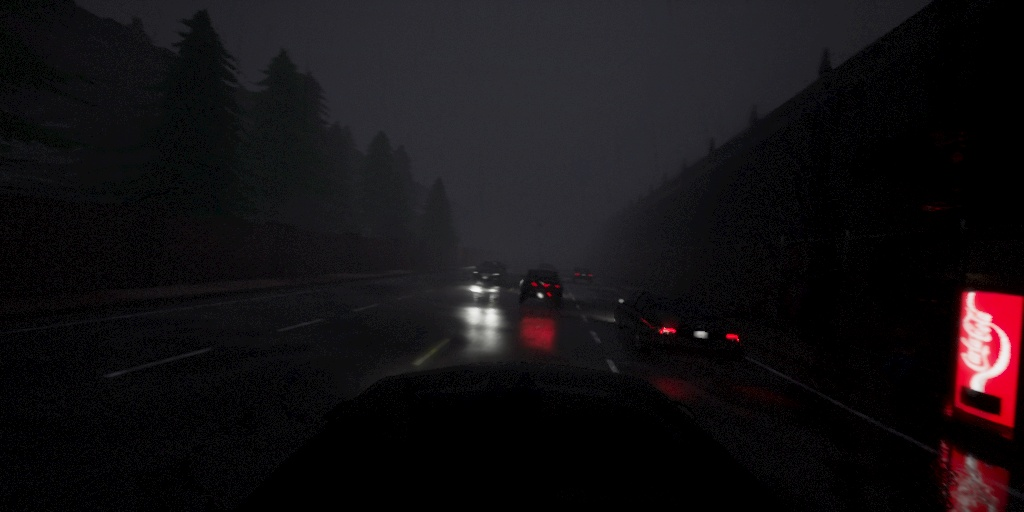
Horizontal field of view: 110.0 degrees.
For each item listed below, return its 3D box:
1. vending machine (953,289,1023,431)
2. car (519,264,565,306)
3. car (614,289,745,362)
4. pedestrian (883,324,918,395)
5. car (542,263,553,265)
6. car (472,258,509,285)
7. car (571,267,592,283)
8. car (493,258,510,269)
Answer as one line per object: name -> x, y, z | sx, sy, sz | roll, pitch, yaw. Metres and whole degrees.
vending machine -> 7.406, 1.530, 5.178 | 1.100, 2.100, 0.880 | 0, 0, 6
car -> 1.415, 1.360, 16.897 | 1.837, 1.490, 4.892 | 5, 0, 6
car -> 4.015, 1.610, 9.508 | 2.033, 1.411, 5.357 | 5, 0, 8
pedestrian -> 6.806, 1.708, 6.197 | 0.375, 1.300, 0.375 | 5, 0, 6
car -> 3.437, 1.486, 35.900 | 1.882, 1.535, 5.008 | 5, 0, 6
car -> -1.432, 1.120, 25.023 | 2.128, 1.511, 4.902 | 5, 0, 6
car -> 6.943, 1.834, 35.922 | 2.033, 1.411, 5.357 | 5, 0, 6
car -> -1.584, 1.098, 55.594 | 1.882, 1.535, 5.008 | 5, 0, 6
